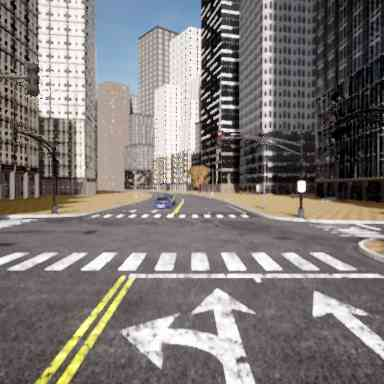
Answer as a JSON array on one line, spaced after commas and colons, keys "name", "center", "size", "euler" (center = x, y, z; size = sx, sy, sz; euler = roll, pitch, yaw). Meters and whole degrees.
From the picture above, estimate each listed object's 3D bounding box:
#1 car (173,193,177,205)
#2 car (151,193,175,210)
[{"name": "car", "center": [-3.244, 0.903, 46.139], "size": [2.097, 1.767, 4.553], "euler": [0, 1, 0]}, {"name": "car", "center": [-3.237, 1.221, 36.880], "size": [1.812, 1.442, 4.674], "euler": [0, 2, 0]}]
